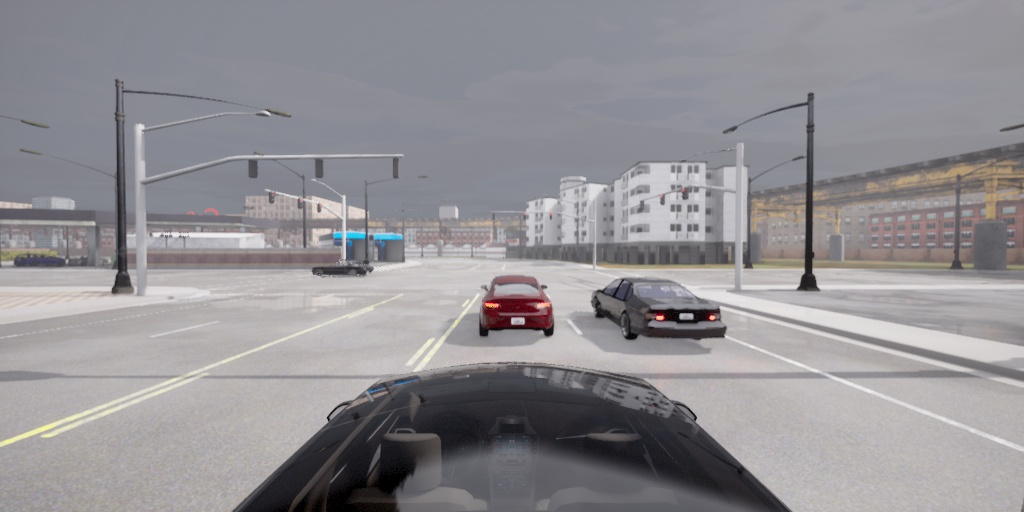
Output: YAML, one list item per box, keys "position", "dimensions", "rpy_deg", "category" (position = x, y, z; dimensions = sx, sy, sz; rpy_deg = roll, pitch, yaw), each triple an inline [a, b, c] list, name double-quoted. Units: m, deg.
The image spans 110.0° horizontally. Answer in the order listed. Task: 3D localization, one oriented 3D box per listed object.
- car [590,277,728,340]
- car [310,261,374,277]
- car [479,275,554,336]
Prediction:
- position: [3.586, 1.282, 9.883]
  dimensions: [2.033, 1.411, 5.357]
  rpy_deg: [0, 0, 0]
  category: "car"
- position: [-14.449, 1.112, 30.548]
  dimensions: [4.718, 1.301, 1.895]
  rpy_deg: [0, 1, 4]
  category: "car"
- position: [0.075, 1.255, 10.170]
  dimensions: [1.812, 1.442, 4.674]
  rpy_deg: [0, 0, -1]
  category: "car"
